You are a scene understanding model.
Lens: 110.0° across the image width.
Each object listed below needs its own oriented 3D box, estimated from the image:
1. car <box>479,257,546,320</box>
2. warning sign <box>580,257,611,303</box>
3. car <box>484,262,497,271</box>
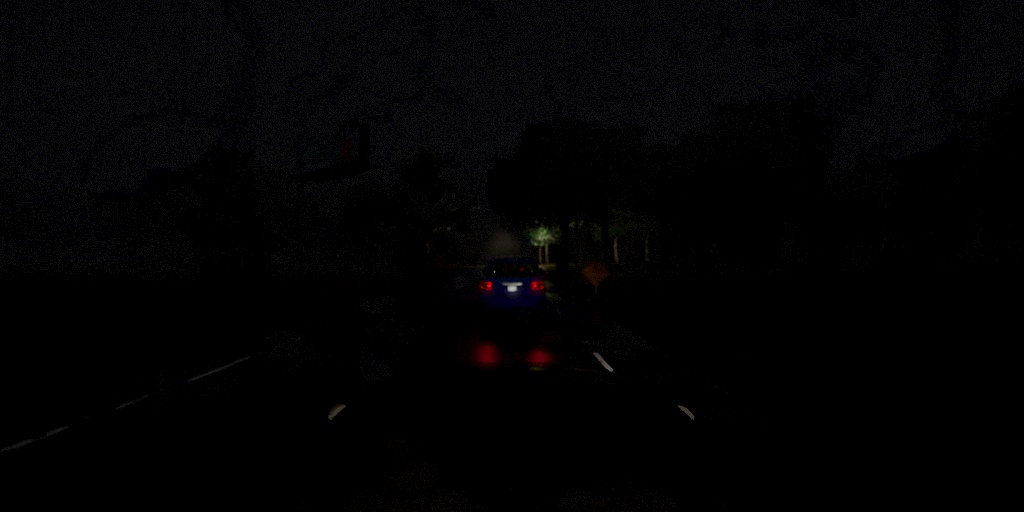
[{"bbox_3d":[0.033,1.065,13.293,2.150,2.045,5.566,0,0,0],"label":"car"},{"bbox_3d":[3.551,0.971,15.092,1.300,1.860,1.060,0,0,0],"label":"warning sign"},{"bbox_3d":[-3.556,1.703,59.617,1.812,1.442,4.674,0,0,1],"label":"car"}]
